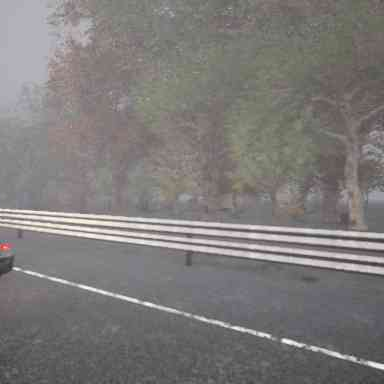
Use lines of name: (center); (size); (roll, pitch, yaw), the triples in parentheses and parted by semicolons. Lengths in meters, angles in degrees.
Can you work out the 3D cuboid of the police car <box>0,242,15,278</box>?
police car: (-6.805, 1.501, 8.761); (4.974, 1.542, 2.038); (0, 0, 36)
